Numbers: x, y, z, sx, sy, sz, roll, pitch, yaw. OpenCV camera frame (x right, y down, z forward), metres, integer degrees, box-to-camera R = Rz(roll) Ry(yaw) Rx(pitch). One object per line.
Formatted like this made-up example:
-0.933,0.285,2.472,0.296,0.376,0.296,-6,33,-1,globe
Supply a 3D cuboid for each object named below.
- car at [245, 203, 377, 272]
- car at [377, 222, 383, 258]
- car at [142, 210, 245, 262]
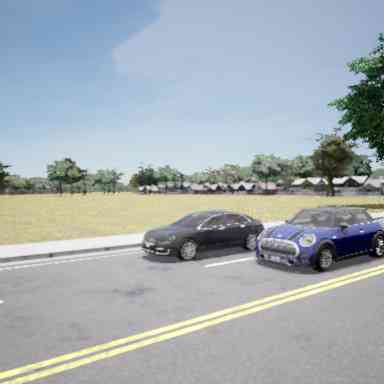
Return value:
4.169,1.274,10.644,4.553,1.767,2.097,-1,0,-35,car
6.707,1.443,8.214,4.674,1.442,1.812,-1,0,-35,car
0.564,1.444,12.066,4.892,1.490,1.837,-1,0,-35,car
